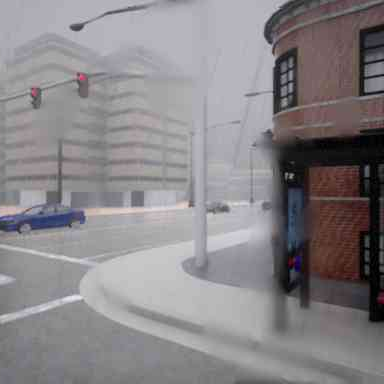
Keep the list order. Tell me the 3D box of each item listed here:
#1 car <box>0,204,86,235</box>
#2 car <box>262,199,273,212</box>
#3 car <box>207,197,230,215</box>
[{"bbox_3d":[-8.596,1.491,19.351,1.882,1.535,5.008,0,0,35],"label":"car"},{"bbox_3d":[9.916,1.488,39.087,1.882,1.535,5.008,0,0,35],"label":"car"},{"bbox_3d":[2.283,1.577,34.706,1.994,1.385,4.181,0,0,35],"label":"car"}]
